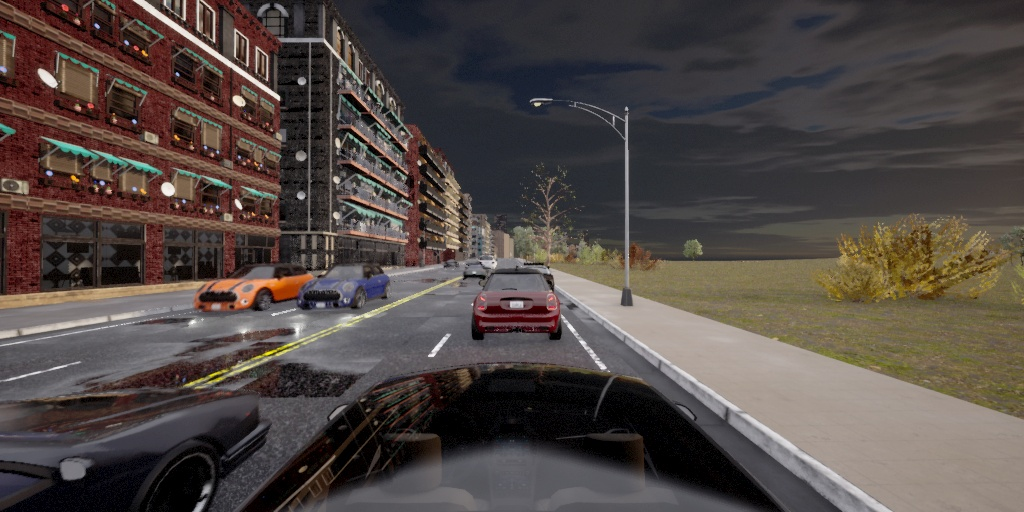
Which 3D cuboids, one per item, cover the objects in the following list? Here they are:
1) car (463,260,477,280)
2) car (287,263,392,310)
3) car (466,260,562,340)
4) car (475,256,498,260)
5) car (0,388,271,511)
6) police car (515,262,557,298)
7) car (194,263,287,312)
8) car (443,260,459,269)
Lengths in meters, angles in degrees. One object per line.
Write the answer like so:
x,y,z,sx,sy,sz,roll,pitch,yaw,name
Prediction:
-3.089,1.317,31.463,1.994,1.385,4.181,0,0,0,car
-6.574,1.104,14.578,2.097,1.767,4.553,0,0,0,car
0.112,1.103,10.126,2.097,1.767,4.553,0,0,0,car
-3.058,0.972,45.255,2.150,2.045,5.566,0,0,0,car
-3.157,1.297,0.815,2.033,1.411,5.357,0,0,0,car
1.173,1.178,19.622,1.930,1.638,5.238,0,0,0,police car
-9.827,1.104,14.162,2.097,1.767,4.553,0,0,0,car
-9.722,1.314,57.157,1.994,1.385,4.181,0,0,0,car
